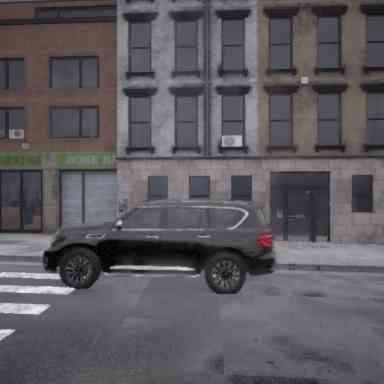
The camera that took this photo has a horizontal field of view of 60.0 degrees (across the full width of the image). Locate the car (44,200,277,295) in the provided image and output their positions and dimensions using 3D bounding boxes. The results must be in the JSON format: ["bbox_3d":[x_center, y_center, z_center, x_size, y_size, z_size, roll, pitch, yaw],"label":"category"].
[{"bbox_3d":[-0.715,1.211,8.382,5.566,2.045,2.150,1,0,4],"label":"car"}]
